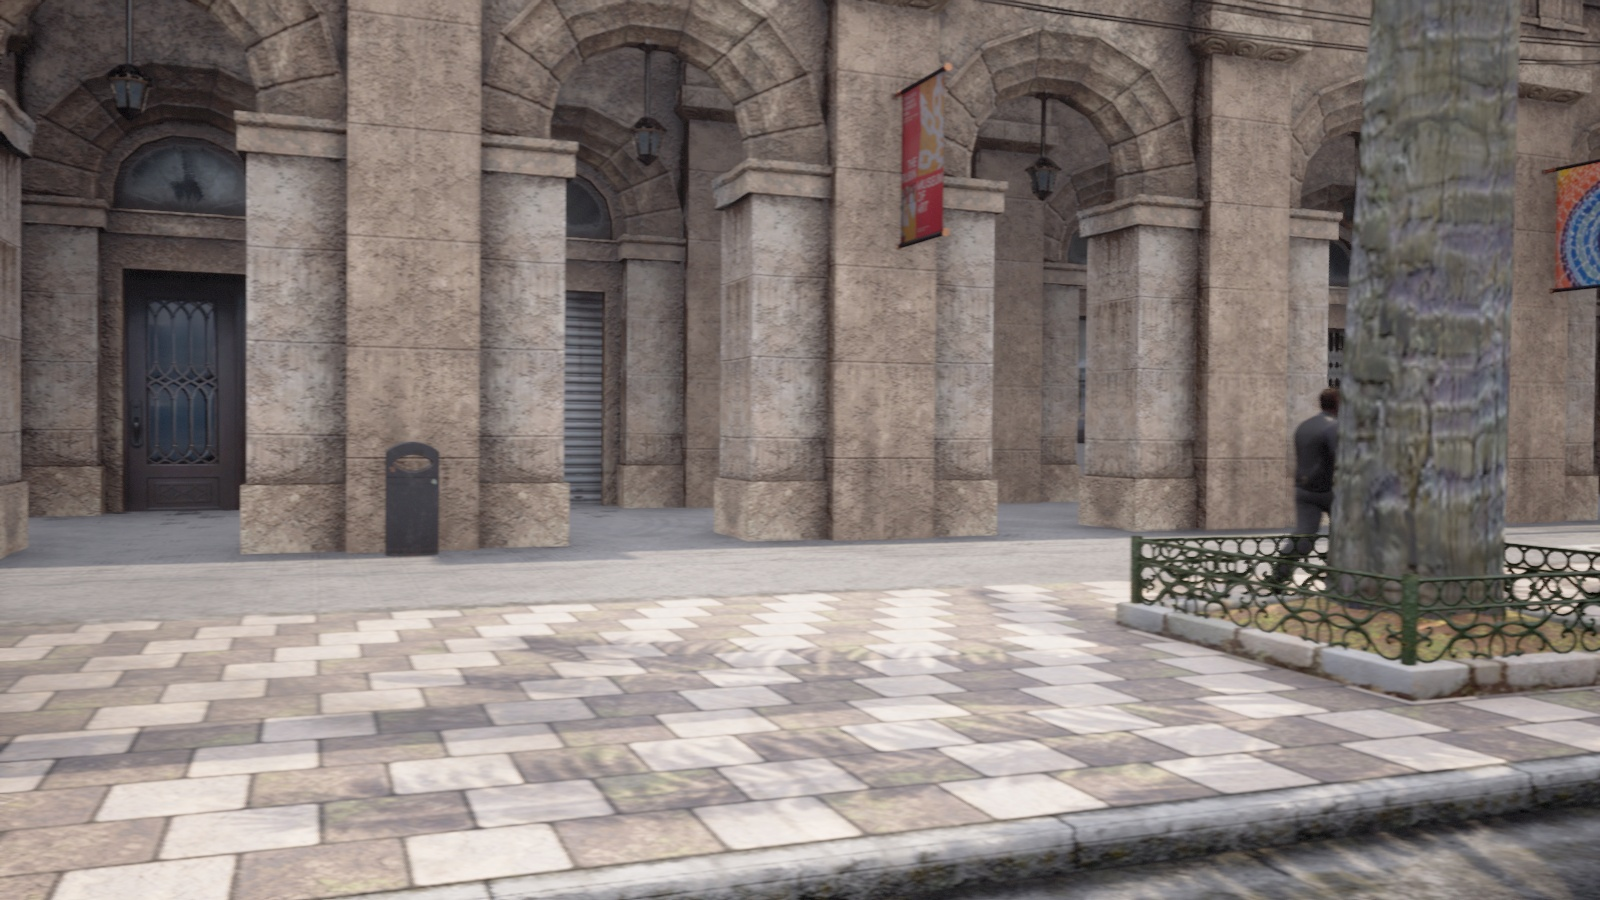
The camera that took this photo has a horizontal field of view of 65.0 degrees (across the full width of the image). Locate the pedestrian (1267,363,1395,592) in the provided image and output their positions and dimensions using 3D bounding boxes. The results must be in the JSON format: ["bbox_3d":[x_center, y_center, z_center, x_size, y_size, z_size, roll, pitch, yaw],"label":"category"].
[{"bbox_3d":[4.543,0.217,10.752,0.849,1.883,0.563,-1,1,-21],"label":"pedestrian"}]
